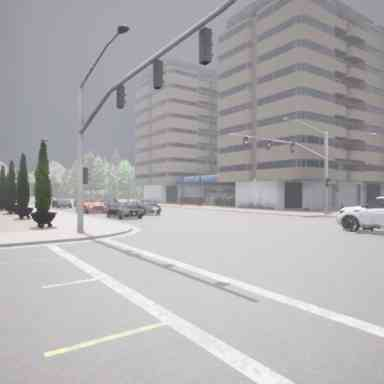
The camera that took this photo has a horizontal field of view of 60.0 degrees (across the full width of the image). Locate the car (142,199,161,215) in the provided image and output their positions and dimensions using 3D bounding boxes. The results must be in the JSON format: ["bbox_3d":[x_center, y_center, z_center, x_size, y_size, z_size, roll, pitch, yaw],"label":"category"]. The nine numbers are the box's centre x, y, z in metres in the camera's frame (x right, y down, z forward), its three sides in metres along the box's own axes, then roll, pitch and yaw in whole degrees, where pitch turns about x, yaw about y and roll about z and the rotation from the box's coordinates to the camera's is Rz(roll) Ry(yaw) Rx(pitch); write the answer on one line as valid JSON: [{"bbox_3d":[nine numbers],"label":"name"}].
[{"bbox_3d":[-4.812,1.474,32.993,2.128,1.511,4.902,0,0,-35],"label":"car"}]

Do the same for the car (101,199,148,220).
[{"bbox_3d":[-5.789,1.550,28.270,1.994,1.385,4.181,0,0,-35],"label":"car"}]

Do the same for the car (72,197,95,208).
[{"bbox_3d":[-16.108,1.485,49.281,1.837,1.490,4.892,0,1,-35],"label":"car"}]

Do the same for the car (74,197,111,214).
[{"bbox_3d":[-10.745,1.339,35.403,2.097,1.767,4.553,0,0,-35],"label":"car"}]

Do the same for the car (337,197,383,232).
[{"bbox_3d":[10.531,1.200,17.401,2.150,2.045,5.566,0,0,-35],"label":"car"}]

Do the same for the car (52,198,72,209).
[{"bbox_3d":[-17.925,1.512,45.757,1.812,1.442,4.674,0,0,-35],"label":"car"}]
